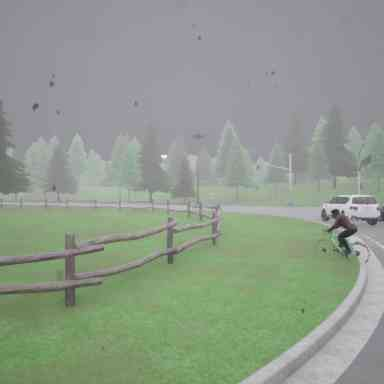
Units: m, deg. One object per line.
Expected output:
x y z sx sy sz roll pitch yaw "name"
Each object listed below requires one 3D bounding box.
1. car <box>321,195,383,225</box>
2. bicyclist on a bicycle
11.236 1.221 23.940 2.150 2.045 5.566 0 0 0 "car"
4.491 1.353 10.057 0.582 1.620 1.656 4 -3 -44 "bicyclist on a bicycle"
